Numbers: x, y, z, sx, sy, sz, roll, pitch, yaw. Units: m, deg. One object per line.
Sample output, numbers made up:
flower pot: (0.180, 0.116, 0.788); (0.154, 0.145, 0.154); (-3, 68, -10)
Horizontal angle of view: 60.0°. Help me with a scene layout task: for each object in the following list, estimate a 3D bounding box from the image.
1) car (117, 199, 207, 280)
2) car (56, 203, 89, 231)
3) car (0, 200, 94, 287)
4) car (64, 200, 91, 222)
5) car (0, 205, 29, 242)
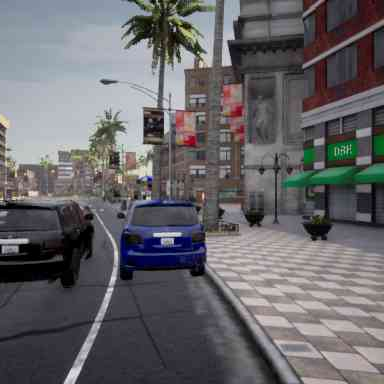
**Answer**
car: (-1.082, 1.219, 10.223); (2.150, 2.045, 5.566); (0, 0, -11)
car: (-7.624, 1.520, 21.569); (1.812, 1.442, 4.674); (0, 0, -17)
car: (-4.089, 1.220, 9.259); (2.150, 2.045, 5.566); (0, 0, -10)
car: (-9.365, 1.470, 27.354); (1.882, 1.535, 5.008); (0, 0, -18)
car: (-9.756, 1.517, 17.056); (1.812, 1.442, 4.674); (0, 0, -17)
